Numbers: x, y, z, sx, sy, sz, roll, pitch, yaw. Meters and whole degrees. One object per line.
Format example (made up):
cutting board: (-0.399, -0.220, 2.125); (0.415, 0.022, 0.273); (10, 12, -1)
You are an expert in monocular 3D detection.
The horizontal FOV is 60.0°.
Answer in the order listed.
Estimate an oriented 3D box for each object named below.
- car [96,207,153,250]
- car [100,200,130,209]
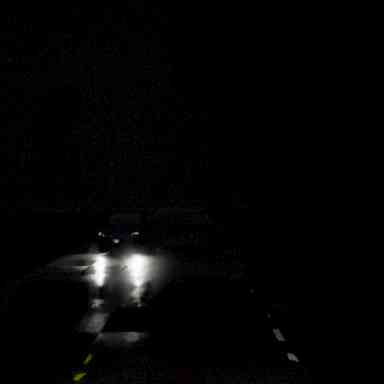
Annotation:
car: (-2.852, 1.593, 14.876); (1.812, 1.442, 4.674); (0, 0, 0)
car: (-12.608, 2.080, 54.466); (4.892, 1.490, 1.837); (-1, 0, 0)
